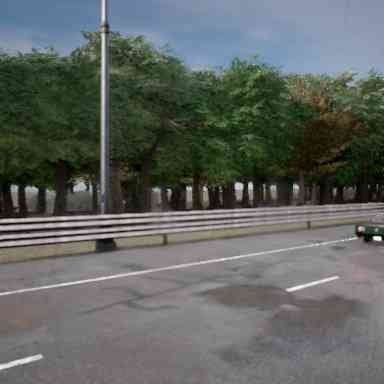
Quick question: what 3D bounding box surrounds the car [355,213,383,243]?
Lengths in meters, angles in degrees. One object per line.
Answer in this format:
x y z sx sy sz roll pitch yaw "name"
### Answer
9.290 1.581 14.711 4.718 1.301 1.895 0 0 -36 "car"
